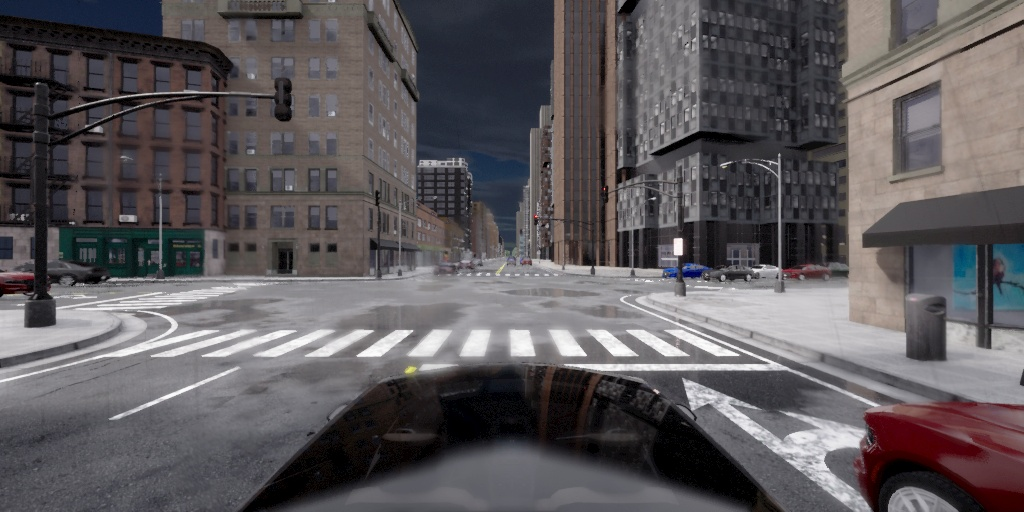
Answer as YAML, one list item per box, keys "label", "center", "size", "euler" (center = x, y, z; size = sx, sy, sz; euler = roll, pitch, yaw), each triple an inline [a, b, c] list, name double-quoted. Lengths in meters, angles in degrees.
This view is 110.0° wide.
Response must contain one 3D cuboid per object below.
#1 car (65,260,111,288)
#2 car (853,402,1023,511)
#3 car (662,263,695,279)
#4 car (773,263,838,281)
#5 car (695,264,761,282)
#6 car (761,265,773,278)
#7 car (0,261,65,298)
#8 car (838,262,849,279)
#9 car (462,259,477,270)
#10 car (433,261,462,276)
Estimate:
- label: "car"
  center: [-26.187, 0.998, 20.270]
  size: [4.892, 1.490, 1.837]
  euler: [1, 0, -17]
- label: "car"
  center: [3.353, 1.228, 0.439]
  size: [1.882, 1.535, 5.008]
  euler: [0, 0, 0]
- label: "car"
  center: [17.024, 1.487, 34.810]
  size: [5.008, 1.535, 1.882]
  euler: [1, 0, -16]
- label: "car"
  center: [28.327, 1.594, 34.640]
  size: [5.008, 1.535, 1.882]
  euler: [1, 0, -15]
- label: "car"
  center: [19.276, 1.515, 32.067]
  size: [4.892, 1.490, 1.837]
  euler: [1, 0, -17]
- label: "car"
  center: [26.006, 1.640, 37.381]
  size: [4.674, 1.442, 1.812]
  euler: [1, 0, -15]
- label: "car"
  center: [-22.331, 0.962, 14.468]
  size: [5.008, 1.535, 1.882]
  euler: [1, 0, -17]
- label: "car"
  center: [35.015, 1.571, 39.664]
  size: [4.553, 1.767, 2.097]
  euler: [1, 0, -13]
- label: "car"
  center: [-6.687, 1.286, 52.294]
  size: [1.812, 1.442, 4.674]
  euler: [0, 0, 0]
- label: "car"
  center: [-6.681, 1.321, 36.624]
  size: [1.994, 1.385, 4.181]
  euler: [0, 0, 0]
